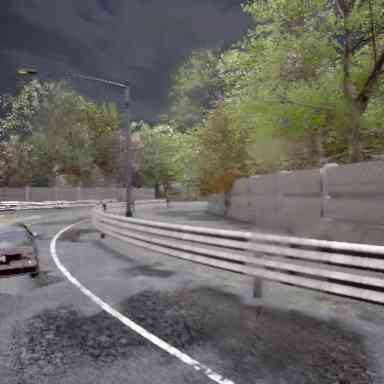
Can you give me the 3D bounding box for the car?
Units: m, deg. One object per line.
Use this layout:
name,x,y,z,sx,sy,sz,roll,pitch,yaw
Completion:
car,-5.697,1.629,9.972,2.033,1.411,5.357,-1,0,-29
